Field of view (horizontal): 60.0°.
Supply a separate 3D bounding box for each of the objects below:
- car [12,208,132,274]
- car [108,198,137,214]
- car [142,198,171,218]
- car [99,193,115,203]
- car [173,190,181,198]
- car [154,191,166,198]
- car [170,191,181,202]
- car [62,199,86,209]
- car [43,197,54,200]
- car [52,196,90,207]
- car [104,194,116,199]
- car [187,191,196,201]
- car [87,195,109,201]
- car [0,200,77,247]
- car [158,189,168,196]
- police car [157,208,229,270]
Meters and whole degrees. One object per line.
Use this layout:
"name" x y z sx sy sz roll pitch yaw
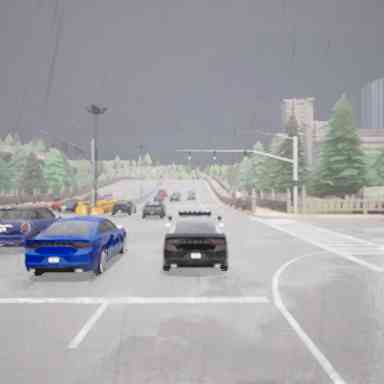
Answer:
"car" -3.400 1.508 10.657 1.882 1.535 5.008 0 0 0
"car" -6.900 1.601 34.225 1.837 1.490 4.892 0 0 0
"car" -3.401 1.578 30.763 2.128 1.511 4.902 0 0 0
"car" -17.601 1.152 69.046 2.097 1.767 4.553 0 2 0
"car" -3.662 0.505 80.192 1.812 1.442 4.674 0 6 0
"car" -7.109 1.269 70.557 1.994 1.385 4.181 0 4 0
"car" -3.607 1.099 70.133 2.097 1.767 4.553 0 3 0
"car" -17.501 1.703 49.582 1.994 1.385 4.181 0 0 0
"car" -17.570 1.467 41.047 2.097 1.767 4.553 0 0 0
"car" -14.058 1.601 38.860 2.128 1.511 4.902 0 0 -1
"car" -14.038 1.617 57.756 1.882 1.535 5.008 0 0 0
"car" -0.124 1.136 73.340 1.895 1.301 4.718 0 4 0
"car" -14.020 1.613 48.320 1.882 1.535 5.008 0 0 1
"car" -6.901 1.392 14.282 2.097 1.767 4.553 0 0 0
"car" -7.162 0.204 80.169 2.150 2.045 5.566 0 6 0
"police car" 0.100 1.457 11.335 1.930 1.638 5.238 0 0 0
